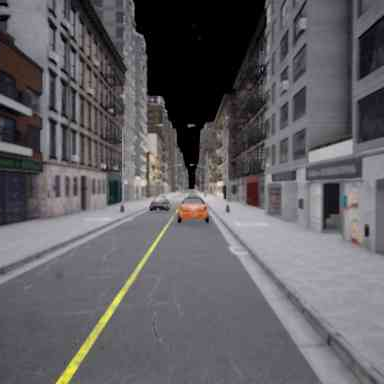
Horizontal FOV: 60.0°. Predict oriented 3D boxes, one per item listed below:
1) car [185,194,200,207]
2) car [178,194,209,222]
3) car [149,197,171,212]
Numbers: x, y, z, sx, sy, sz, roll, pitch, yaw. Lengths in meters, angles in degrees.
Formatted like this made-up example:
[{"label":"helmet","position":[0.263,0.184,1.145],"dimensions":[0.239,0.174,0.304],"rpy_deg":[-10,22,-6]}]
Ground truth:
[{"label":"car","position":[0.101,1.051,42.933],"dimensions":[1.837,1.490,4.892],"rpy_deg":[0,1,0]},{"label":"car","position":[0.096,1.106,23.552],"dimensions":[2.097,1.767,4.553],"rpy_deg":[0,1,0]},{"label":"car","position":[-3.092,1.200,33.087],"dimensions":[2.033,1.411,5.357],"rpy_deg":[0,1,0]}]
